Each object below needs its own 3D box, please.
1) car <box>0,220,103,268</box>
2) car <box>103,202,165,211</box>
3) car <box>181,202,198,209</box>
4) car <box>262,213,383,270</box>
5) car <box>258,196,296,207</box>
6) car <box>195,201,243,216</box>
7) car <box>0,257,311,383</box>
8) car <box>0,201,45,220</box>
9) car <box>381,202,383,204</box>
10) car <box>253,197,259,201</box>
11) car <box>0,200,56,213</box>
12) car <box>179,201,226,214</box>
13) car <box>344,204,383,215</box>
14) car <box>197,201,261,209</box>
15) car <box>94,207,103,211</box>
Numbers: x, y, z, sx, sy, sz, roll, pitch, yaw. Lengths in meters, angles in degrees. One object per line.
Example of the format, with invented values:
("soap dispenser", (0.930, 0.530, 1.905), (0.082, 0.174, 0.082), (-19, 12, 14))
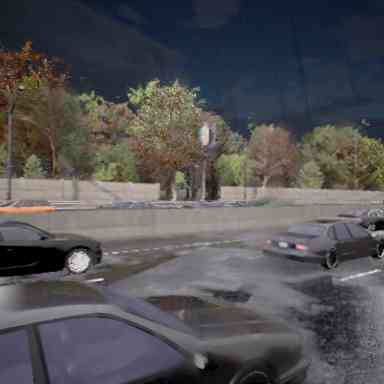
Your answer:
("car", (-4.904, 1.482, 8.849), (5.008, 1.535, 1.882), (1, 0, -35))
("car", (-4.968, 1.684, 30.524), (5.357, 1.411, 2.033), (1, 0, -36))
("car", (0.656, 1.754, 30.229), (4.181, 1.385, 1.994), (1, 0, -35))
("car", (4.784, 1.662, 11.438), (5.357, 1.411, 2.033), (1, 0, -35))
("car", (11.013, 1.719, 41.884), (4.553, 1.767, 2.097), (1, 0, -35))
("car", (2.968, 1.741, 36.165), (4.902, 1.511, 2.128), (1, 0, -35))
("car", (-1.302, 1.550, 2.820), (5.357, 1.411, 2.033), (1, 0, -36))
("car", (-15.047, 1.526, 27.647), (4.892, 1.490, 1.837), (1, 0, -35))
("car", (39.658, 2.281, 66.425), (5.008, 1.535, 1.882), (1, -1, -35))
("car", (9.734, 1.597, 45.266), (5.566, 2.045, 2.150), (1, 0, -35))
("car", (-12.699, 1.380, 25.024), (4.553, 1.767, 2.097), (1, 0, -35))
("car", (1.304, 1.800, 39.275), (5.357, 1.411, 2.033), (1, 0, -35))
("car", (10.451, 1.713, 19.767), (4.902, 1.511, 2.128), (1, 0, -35))
("car", (3.151, 1.704, 27.707), (4.892, 1.490, 1.837), (1, 0, -35))
("car", (-7.083, 1.681, 33.321), (5.357, 1.411, 2.033), (1, 0, -35))
